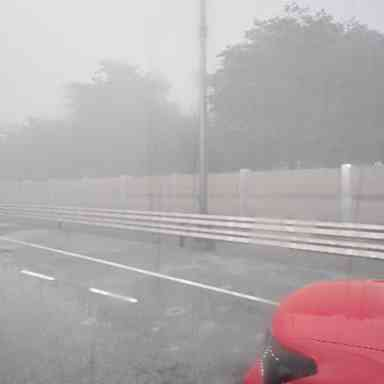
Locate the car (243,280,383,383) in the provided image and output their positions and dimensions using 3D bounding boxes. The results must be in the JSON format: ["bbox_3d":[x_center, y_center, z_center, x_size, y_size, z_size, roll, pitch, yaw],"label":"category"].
[{"bbox_3d":[3.044,1.221,1.697,5.566,2.045,2.150,0,0,35],"label":"car"}]
